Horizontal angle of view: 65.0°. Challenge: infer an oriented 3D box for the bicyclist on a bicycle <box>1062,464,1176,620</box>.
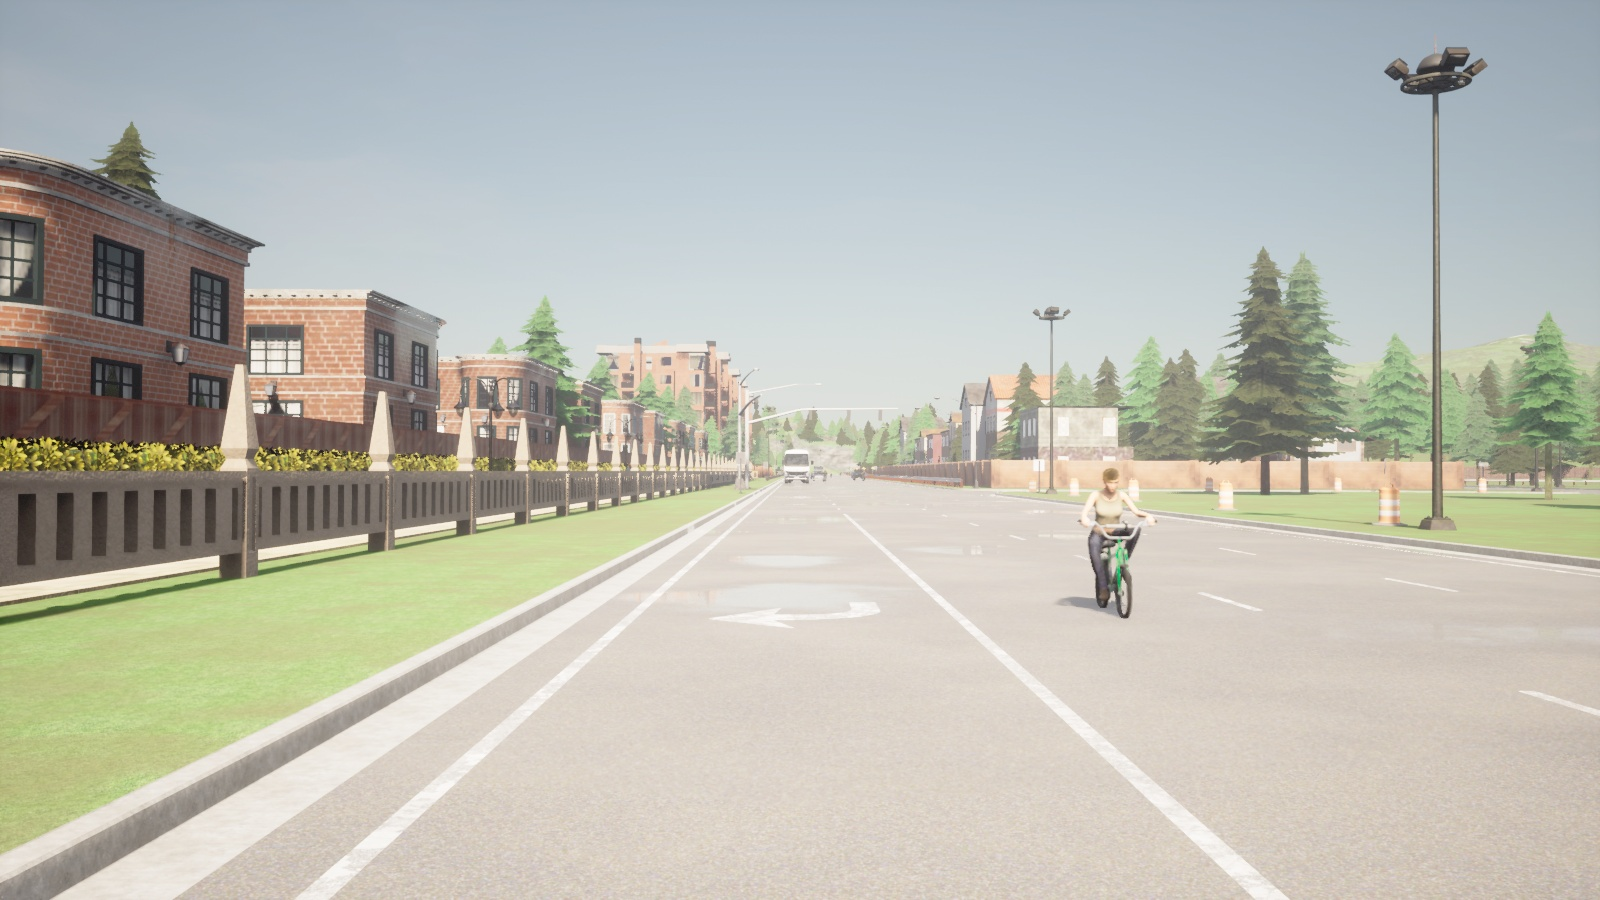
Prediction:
[{"bbox_3d":[3.471,0.969,13.809,0.866,1.612,1.509,0,-1,0],"label":"bicyclist on a bicycle"}]
